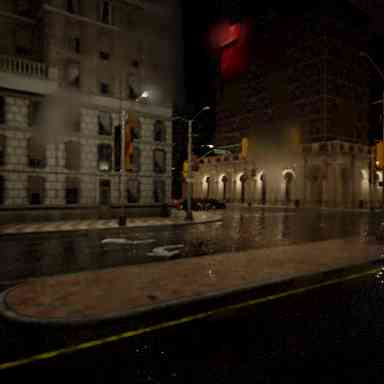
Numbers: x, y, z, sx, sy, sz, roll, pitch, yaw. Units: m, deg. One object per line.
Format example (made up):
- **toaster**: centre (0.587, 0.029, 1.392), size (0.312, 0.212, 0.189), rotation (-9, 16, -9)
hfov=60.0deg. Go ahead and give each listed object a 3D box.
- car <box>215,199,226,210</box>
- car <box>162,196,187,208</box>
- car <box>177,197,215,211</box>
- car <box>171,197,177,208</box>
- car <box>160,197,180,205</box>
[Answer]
- **car**: centre (2.807, 1.728, 47.321), size (1.882, 1.535, 5.008), rotation (1, 0, -36)
- **car**: centre (-2.941, 1.602, 55.415), size (2.097, 1.767, 4.553), rotation (1, 0, -35)
- **car**: centre (0.515, 1.573, 44.516), size (2.097, 1.767, 4.553), rotation (1, 0, -35)
- **car**: centre (-4.799, 1.712, 51.967), size (2.128, 1.511, 4.902), rotation (1, 0, -35)
- **car**: centre (-4.730, 1.824, 70.374), size (2.128, 1.511, 4.902), rotation (1, 0, -35)
